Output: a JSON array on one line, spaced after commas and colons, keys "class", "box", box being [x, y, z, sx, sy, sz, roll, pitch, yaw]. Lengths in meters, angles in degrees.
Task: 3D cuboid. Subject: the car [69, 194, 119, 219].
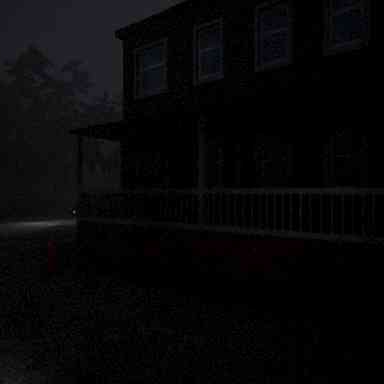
[{"class": "car", "box": [-7.693, 1.231, 28.474, 2.150, 2.045, 5.566, 0, 0, 35]}]
